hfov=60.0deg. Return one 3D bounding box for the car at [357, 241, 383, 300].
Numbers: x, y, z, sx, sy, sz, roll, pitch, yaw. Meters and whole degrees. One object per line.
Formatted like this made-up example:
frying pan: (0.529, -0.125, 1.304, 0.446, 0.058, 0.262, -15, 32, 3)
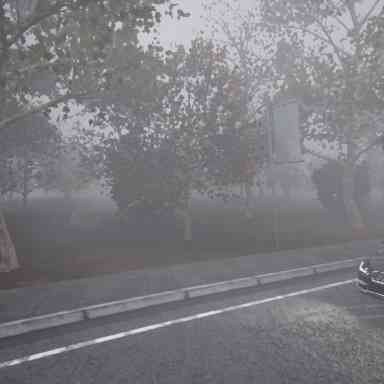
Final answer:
car: (5.593, 1.459, 7.144, 4.892, 1.490, 1.837, 0, 0, -31)
